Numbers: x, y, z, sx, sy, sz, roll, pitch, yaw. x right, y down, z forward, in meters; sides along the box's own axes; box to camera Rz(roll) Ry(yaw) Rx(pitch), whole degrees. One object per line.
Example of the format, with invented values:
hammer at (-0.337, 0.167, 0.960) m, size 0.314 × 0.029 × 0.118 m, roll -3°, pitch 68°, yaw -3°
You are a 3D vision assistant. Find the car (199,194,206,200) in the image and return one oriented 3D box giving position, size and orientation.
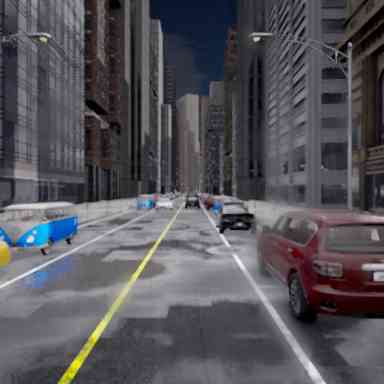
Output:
car at (2.784, 1.354, 91.508) m, size 1.752 × 1.417 × 4.829 m, roll 0°, pitch 0°, yaw 0°

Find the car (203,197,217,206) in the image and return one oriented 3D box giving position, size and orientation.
car at (2.775, 1.442, 52.074) m, size 1.887 × 1.381 × 4.507 m, roll 0°, pitch 0°, yaw 0°

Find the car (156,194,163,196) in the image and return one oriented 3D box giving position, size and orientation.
car at (-5.751, 1.222, 46.457) m, size 2.192 × 1.841 × 5.009 m, roll 0°, pitch 0°, yaw 0°

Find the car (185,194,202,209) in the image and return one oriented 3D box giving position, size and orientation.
car at (0.073, 1.390, 44.001) m, size 1.882 × 1.535 × 5.008 m, roll 0°, pitch 0°, yaw 0°

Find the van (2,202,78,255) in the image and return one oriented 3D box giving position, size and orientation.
van at (-5.759, 1.314, 12.800) m, size 1.690 × 1.788 × 3.998 m, roll 0°, pitch 0°, yaw 0°

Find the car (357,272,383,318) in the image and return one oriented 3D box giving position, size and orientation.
car at (2.764, 1.578, 1.592) m, size 1.802 × 1.307 × 4.206 m, roll 0°, pitch 0°, yaw 0°

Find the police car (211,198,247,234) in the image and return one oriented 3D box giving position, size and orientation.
police car at (2.371, 1.385, 19.091) m, size 1.930 × 1.638 × 5.238 m, roll 0°, pitch 0°, yaw 0°

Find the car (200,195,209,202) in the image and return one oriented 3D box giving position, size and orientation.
car at (2.781, 1.402, 74.511) m, size 1.887 × 1.381 × 4.507 m, roll 0°, pitch 0°, yaw 0°

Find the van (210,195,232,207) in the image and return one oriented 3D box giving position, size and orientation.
van at (2.770, 1.280, 29.637) m, size 1.690 × 1.788 × 3.998 m, roll 0°, pitch 0°, yaw 0°

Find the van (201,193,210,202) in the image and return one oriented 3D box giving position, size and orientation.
van at (2.779, 1.208, 68.901) m, size 1.690 × 1.788 × 3.998 m, roll 0°, pitch 0°, yaw 0°

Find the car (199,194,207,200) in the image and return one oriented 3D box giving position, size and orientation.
car at (2.783, 1.363, 85.899) m, size 1.752 × 1.417 × 4.829 m, roll 0°, pitch 0°, yaw 0°

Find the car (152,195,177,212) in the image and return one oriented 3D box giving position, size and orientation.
car at (-3.084, 1.449, 37.820) m, size 1.812 × 1.442 × 4.674 m, roll 0°, pitch 0°, yaw 0°

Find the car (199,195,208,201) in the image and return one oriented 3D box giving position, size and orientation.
car at (2.782, 1.413, 80.120) m, size 1.947 × 1.339 × 4.313 m, roll 0°, pitch 0°, yaw 0°

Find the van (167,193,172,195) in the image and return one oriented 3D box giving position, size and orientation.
van at (-5.746, 1.208, 68.895) m, size 1.690 × 1.788 × 3.998 m, roll 0°, pitch 0°, yaw 0°

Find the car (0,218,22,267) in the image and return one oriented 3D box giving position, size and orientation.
car at (-5.760, 1.510, 7.021) m, size 1.752 × 1.417 × 4.829 m, roll 0°, pitch 0°, yaw 0°

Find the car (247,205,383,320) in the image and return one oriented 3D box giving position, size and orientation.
car at (2.765, 1.300, 7.201) m, size 2.192 × 1.841 × 5.009 m, roll 0°, pitch 0°, yaw 0°

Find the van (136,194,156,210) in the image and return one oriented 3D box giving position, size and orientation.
van at (-5.752, 1.259, 40.847) m, size 1.690 × 1.788 × 3.998 m, roll 0°, pitch 0°, yaw 0°

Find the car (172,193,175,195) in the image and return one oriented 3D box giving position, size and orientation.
car at (-5.743, 1.287, 80.114) m, size 1.967 × 1.590 × 4.097 m, roll 0°, pitch 0°, yaw 0°

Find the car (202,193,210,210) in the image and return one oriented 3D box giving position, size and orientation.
car at (2.773, 1.233, 40.855) m, size 2.192 × 1.841 × 5.009 m, roll 0°, pitch 0°, yaw 0°
